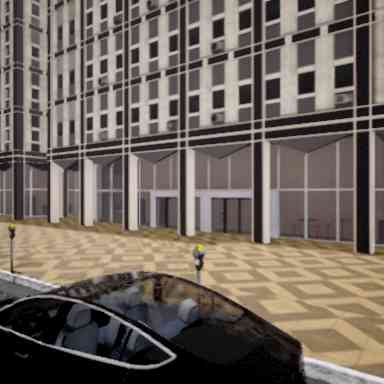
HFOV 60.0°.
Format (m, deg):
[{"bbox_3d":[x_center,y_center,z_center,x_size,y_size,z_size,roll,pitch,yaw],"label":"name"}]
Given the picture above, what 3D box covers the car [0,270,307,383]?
[{"bbox_3d":[-0.990,1.559,3.584,4.313,1.339,1.947,0,0,36],"label":"car"}]
